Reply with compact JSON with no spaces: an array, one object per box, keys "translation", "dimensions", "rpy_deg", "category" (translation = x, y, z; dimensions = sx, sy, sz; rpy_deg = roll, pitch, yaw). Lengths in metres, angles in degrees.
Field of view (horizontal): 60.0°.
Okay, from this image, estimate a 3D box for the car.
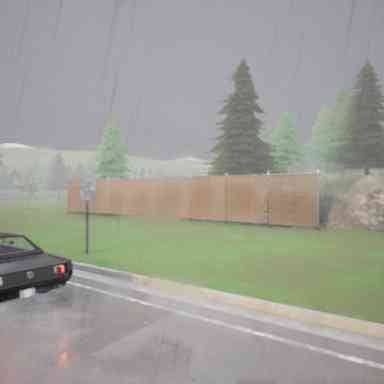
[{"translation":[-4.854,1.583,7.476],"dimensions":[4.718,1.301,1.895],"rpy_deg":[0,0,36],"category":"car"}]
